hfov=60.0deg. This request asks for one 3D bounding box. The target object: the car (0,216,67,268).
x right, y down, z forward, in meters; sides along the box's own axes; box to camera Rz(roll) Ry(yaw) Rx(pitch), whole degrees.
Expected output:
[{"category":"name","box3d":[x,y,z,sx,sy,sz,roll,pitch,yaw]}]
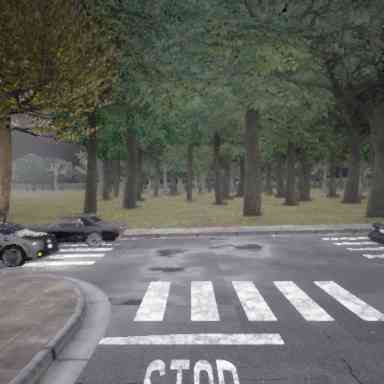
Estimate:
[{"category":"car","box3d":[-6.843,1.711,11.358,4.181,1.385,1.994,-1,1,0]}]

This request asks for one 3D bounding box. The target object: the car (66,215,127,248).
[{"category":"car","box3d":[-5.300,1.661,14.309,4.718,1.301,1.895,-1,1,0]}]

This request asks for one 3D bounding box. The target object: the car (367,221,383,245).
[{"category":"car","box3d":[9.000,1.324,11.371,5.357,1.411,2.033,-1,1,0]}]
